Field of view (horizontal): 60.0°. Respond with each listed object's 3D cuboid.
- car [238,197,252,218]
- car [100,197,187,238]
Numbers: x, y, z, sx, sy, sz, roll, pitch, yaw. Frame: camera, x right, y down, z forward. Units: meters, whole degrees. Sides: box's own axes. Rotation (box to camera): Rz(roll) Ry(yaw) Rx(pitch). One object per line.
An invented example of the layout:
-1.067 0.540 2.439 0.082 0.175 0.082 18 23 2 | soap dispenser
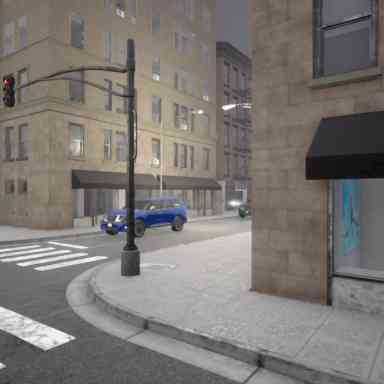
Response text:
6.416 1.404 31.416 2.150 2.045 5.566 0 0 35 | car
-2.506 1.317 18.856 2.150 2.045 5.566 0 0 35 | car
